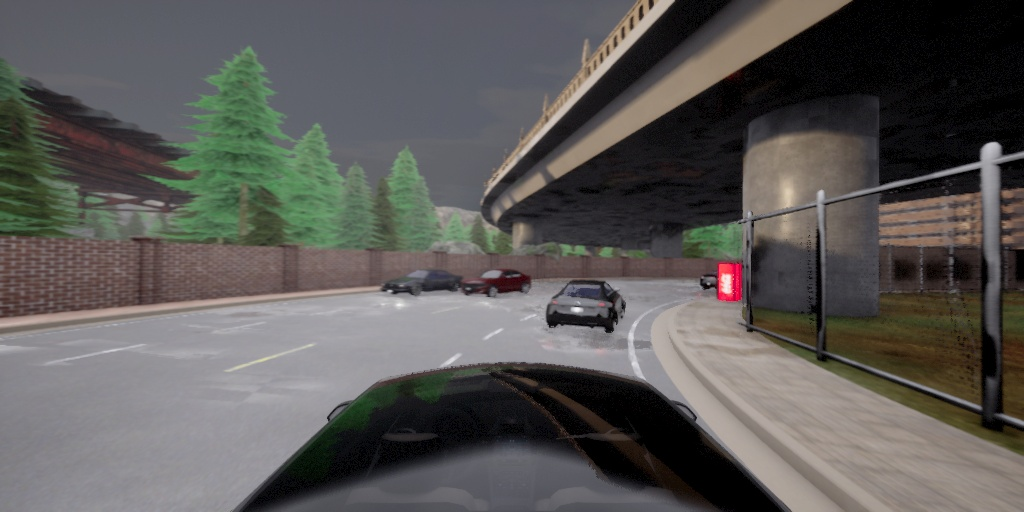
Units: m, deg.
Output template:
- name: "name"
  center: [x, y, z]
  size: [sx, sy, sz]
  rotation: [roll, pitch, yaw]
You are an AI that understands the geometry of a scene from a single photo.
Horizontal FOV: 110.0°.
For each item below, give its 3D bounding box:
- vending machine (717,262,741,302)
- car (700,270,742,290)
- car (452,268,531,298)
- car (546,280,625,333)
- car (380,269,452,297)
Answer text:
- name: "vending machine"
  center: [10.690, 1.294, 17.672]
  size: [1.100, 2.100, 0.880]
  rotation: [0, 0, 44]
- name: "car"
  center: [15.617, 1.760, 25.795]
  size: [4.902, 1.511, 2.128]
  rotation: [1, -1, -29]
- name: "car"
  center: [-0.801, 1.453, 20.414]
  size: [1.882, 1.535, 5.008]
  rotation: [0, -1, 35]
- name: "car"
  center: [2.505, 1.474, 11.681]
  size: [1.994, 1.385, 4.181]
  rotation: [0, -1, 21]
- name: "car"
  center: [-4.898, 1.471, 20.702]
  size: [2.033, 1.411, 5.357]
  rotation: [0, -1, 31]
